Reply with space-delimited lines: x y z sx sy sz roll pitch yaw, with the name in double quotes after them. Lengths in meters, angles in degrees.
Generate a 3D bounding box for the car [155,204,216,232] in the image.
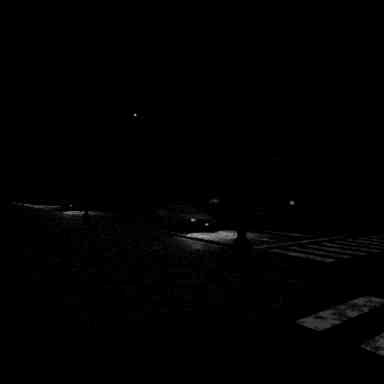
-0.542 1.489 20.019 1.812 1.442 4.674 1 0 -36 "car"

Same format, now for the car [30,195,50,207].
-23.674 1.503 52.264 1.812 1.442 4.674 1 0 -36 "car"

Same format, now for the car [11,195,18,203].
-37.637 1.351 71.729 2.097 1.767 4.553 1 -1 -36 "car"

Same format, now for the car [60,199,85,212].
-13.959 1.501 38.721 1.812 1.442 4.674 1 0 -36 "car"

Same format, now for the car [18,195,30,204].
-29.725 1.335 60.699 2.097 1.767 4.553 1 -1 -36 "car"
